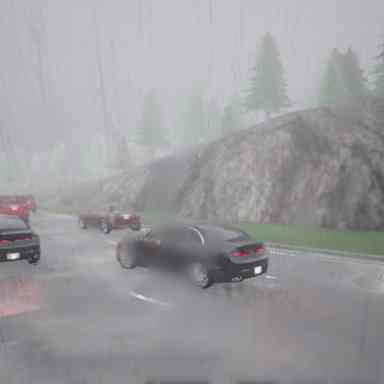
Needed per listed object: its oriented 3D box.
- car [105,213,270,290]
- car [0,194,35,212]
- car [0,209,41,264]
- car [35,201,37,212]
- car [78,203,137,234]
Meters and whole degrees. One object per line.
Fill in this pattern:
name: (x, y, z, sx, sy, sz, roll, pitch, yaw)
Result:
car: (-0.223, 1.546, 9.341, 4.892, 1.490, 1.837, 0, 0, 44)
car: (-13.768, 1.235, 24.641, 2.150, 2.045, 5.566, 1, 0, -40)
car: (-6.544, 1.509, 10.929, 1.837, 1.490, 4.892, 0, 0, -43)
car: (-18.386, 1.250, 35.601, 2.150, 2.045, 5.566, 1, 0, -40)
car: (-4.969, 1.405, 19.702, 2.097, 1.767, 4.553, 1, 0, -41)
